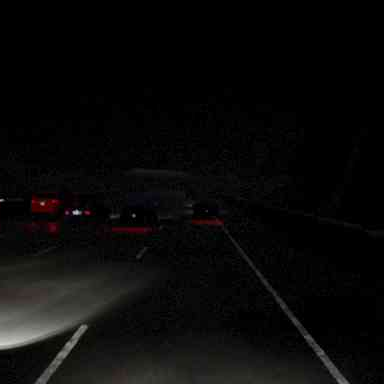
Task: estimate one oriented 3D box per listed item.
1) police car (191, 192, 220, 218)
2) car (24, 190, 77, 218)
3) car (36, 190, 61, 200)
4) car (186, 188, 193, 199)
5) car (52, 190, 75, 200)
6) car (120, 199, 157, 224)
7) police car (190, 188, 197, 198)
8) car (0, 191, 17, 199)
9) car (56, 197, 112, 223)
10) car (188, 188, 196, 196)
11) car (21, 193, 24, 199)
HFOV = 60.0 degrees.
[{"bbox_3d":[1.053,1.067,25.688,1.930,1.638,5.238,0,1,0],"label":"police car"},{"bbox_3d":[-10.385,0.861,25.826,2.150,2.045,5.566,0,1,0],"label":"car"},{"bbox_3d":[-24.524,0.440,57.122,2.128,1.511,4.902,0,1,1],"label":"car"},{"bbox_3d":[0.009,0.271,58.385,2.097,1.767,4.553,0,1,0],"label":"car"},{"bbox_3d":[-21.038,0.509,54.611,1.837,1.490,4.892,0,2,1],"label":"car"},{"bbox_3d":[-3.397,1.188,21.898,1.882,1.535,5.008,0,1,0],"label":"car"},{"bbox_3d":[1.055,0.729,41.701,1.930,1.638,5.238,0,1,0],"label":"police car"},{"bbox_3d":[-31.512,0.529,56.235,1.994,1.385,4.181,0,1,1],"label":"car"},{"bbox_3d":[-6.897,1.248,22.466,2.033,1.411,5.357,0,1,0],"label":"car"},{"bbox_3d":[0.010,-0.053,73.463,1.837,1.490,4.892,0,1,0],"label":"car"},{"bbox_3d":[-28.011,0.397,58.283,1.882,1.535,5.008,0,1,1],"label":"car"}]
